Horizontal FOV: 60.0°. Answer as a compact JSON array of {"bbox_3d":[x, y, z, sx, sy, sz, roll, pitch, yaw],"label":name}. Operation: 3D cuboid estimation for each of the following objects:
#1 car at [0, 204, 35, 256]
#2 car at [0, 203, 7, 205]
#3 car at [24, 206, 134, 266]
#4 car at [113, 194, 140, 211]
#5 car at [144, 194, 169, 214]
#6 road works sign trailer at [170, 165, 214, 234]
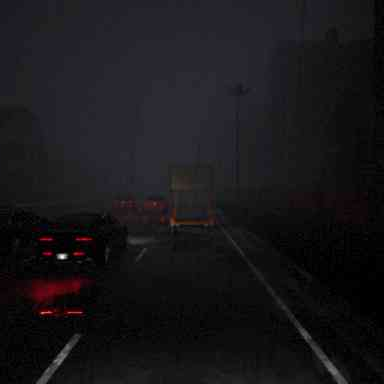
[{"bbox_3d":[-6.900,1.405,12.681,1.837,1.490,4.892,0,0,0],"label":"car"},{"bbox_3d":[-10.399,1.337,18.010,1.882,1.535,5.008,0,0,0],"label":"car"},{"bbox_3d":[-3.400,1.417,11.140,1.837,1.490,4.892,0,0,0],"label":"car"},{"bbox_3d":[-6.896,1.077,35.410,2.097,1.767,4.553,0,0,0],"label":"car"},{"bbox_3d":[-3.398,1.100,32.436,2.097,1.767,4.553,0,0,0],"label":"car"},{"bbox_3d":[0.001,0.321,18.315,2.380,3.560,2.880,0,0,0],"label":"road works sign trailer"}]
